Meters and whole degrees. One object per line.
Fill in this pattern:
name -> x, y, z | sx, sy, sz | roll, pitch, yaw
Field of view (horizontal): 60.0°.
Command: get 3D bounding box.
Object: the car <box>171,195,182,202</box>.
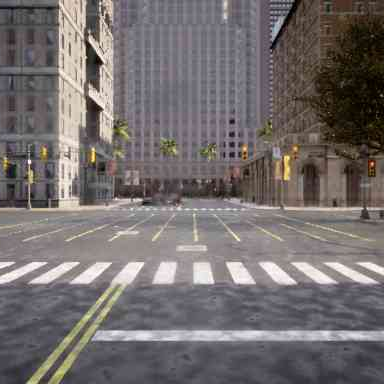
car -> -3.486, 1.525, 75.809 | 2.128, 1.511, 4.902 | 0, 0, 0

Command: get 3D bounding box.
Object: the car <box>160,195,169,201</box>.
car -> -6.925, 1.483, 82.920 | 1.837, 1.490, 4.892 | 0, 0, 0

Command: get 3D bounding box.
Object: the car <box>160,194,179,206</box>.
car -> -3.687, 1.491, 55.253 | 2.128, 1.511, 4.902 | 0, 0, 0

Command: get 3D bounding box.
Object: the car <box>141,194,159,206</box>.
car -> -7.192, 1.547, 55.540 | 2.033, 1.411, 5.357 | 0, 0, 0

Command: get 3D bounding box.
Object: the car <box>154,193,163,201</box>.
car -> -7.044, 1.221, 69.107 | 2.150, 2.045, 5.566 | 0, 0, 0

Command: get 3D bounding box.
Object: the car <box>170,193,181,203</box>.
car -> -3.613, 1.221, 65.399 | 2.150, 2.045, 5.566 | 0, 0, 1
